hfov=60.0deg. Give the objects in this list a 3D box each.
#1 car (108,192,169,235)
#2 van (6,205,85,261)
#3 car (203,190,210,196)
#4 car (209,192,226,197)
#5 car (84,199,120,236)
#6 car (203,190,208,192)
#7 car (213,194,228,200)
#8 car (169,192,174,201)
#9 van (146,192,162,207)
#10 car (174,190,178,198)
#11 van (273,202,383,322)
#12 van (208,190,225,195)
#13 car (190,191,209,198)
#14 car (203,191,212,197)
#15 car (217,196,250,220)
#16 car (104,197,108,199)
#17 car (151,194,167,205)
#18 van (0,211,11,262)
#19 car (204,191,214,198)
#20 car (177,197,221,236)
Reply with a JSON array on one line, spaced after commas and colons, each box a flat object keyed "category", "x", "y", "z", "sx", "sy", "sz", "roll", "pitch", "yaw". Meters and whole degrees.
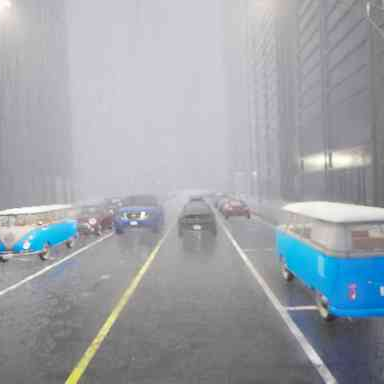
[{"category": "car", "x": -2.782, "y": 1.105, "z": 18.779, "sx": 2.150, "sy": 2.045, "sz": 5.566, "roll": -2, "pitch": 1, "yaw": 1}, {"category": "van", "x": -5.626, "y": 1.425, "z": 12.305, "sx": 1.690, "sy": 1.788, "sz": 3.998, "roll": -3, "pitch": 1, "yaw": 1}, {"category": "car", "x": 3.920, "y": 0.215, "z": 91.324, "sx": 1.752, "sy": 1.417, "sz": 4.829, "roll": -3, "pitch": 1, "yaw": 1}, {"category": "car", "x": 3.193, "y": 1.000, "z": 34.757, "sx": 1.947, "sy": 1.339, "sz": 4.313, "roll": -3, "pitch": 1, "yaw": 1}, {"category": "car", "x": -5.548, "y": 1.451, "z": 17.946, "sx": 1.967, "sy": 1.590, "sz": 4.097, "roll": -3, "pitch": 1, "yaw": 1}, {"category": "car", "x": 3.555, "y": 0.613, "z": 62.955, "sx": 1.887, "sy": 1.381, "sz": 4.507, "roll": -3, "pitch": 1, "yaw": 1}, {"category": "car", "x": 3.121, "y": 1.089, "z": 29.118, "sx": 1.802, "sy": 1.307, "sz": 4.206, "roll": -3, "pitch": 1, "yaw": 1}, {"category": "car", "x": -4.961, "y": 0.993, "z": 63.067, "sx": 1.947, "sy": 1.339, "sz": 4.313, "roll": -3, "pitch": 1, "yaw": 1}, {"category": "van", "x": -5.189, "y": 0.988, "z": 46.145, "sx": 1.690, "sy": 1.788, "sz": 3.998, "roll": -3, "pitch": 1, "yaw": 1}, {"category": "car", "x": -4.821, "y": 0.719, "z": 74.346, "sx": 1.967, "sy": 1.590, "sz": 4.097, "roll": -3, "pitch": 1, "yaw": 1}, {"category": "van", "x": 2.819, "y": 1.139, "z": 6.556, "sx": 1.690, "sy": 1.788, "sz": 3.998, "roll": -3, "pitch": 1, "yaw": 1}, {"category": "van", "x": 3.255, "y": 0.703, "z": 40.394, "sx": 1.690, "sy": 1.788, "sz": 3.998, "roll": -3, "pitch": 1, "yaw": 1}, {"category": "car", "x": 0.539, "y": 1.031, "z": 36.363, "sx": 1.837, "sy": 1.490, "sz": 4.892, "roll": -2, "pitch": 1, "yaw": 1}, {"category": "car", "x": 3.775, "y": 0.410, "z": 79.875, "sx": 1.947, "sy": 1.339, "sz": 4.313, "roll": -3, "pitch": 1, "yaw": 1}, {"category": "car", "x": 3.048, "y": 1.162, "z": 23.478, "sx": 1.802, "sy": 1.307, "sz": 4.206, "roll": -3, "pitch": 1, "yaw": 1}, {"category": "car", "x": -5.481, "y": 1.254, "z": 23.585, "sx": 2.192, "sy": 1.841, "sz": 5.009, "roll": -3, "pitch": 1, "yaw": 1}, {"category": "car", "x": -5.107, "y": 1.118, "z": 51.788, "sx": 1.887, "sy": 1.381, "sz": 4.507, "roll": -3, "pitch": 1, "yaw": 1}, {"category": "van", "x": -5.698, "y": 1.497, "z": 6.665, "sx": 1.690, "sy": 1.788, "sz": 3.998, "roll": -3, "pitch": 1, "yaw": 1}, {"category": "car", "x": 3.701, "y": 0.471, "z": 74.235, "sx": 2.008, "sy": 1.369, "sz": 4.403, "roll": -3, "pitch": 1, "yaw": 1}, {"category": "car", "x": 0.274, "y": 1.282, "z": 17.162, "sx": 1.837, "sy": 1.490, "sz": 4.892, "roll": -2, "pitch": 1, "yaw": 1}]
